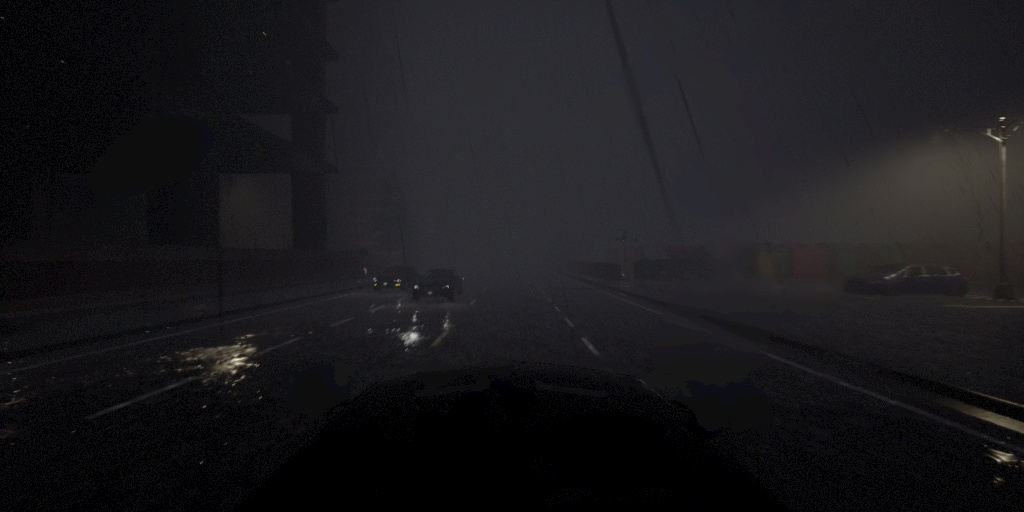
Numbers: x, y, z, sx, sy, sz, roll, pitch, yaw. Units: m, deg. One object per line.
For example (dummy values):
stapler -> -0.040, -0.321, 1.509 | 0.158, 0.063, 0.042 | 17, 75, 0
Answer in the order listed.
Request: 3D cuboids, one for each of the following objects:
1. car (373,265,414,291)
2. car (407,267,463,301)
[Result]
car -> -7.046, 1.345, 22.414 | 1.837, 1.490, 4.892 | 0, -1, 0
car -> -3.570, 1.346, 17.934 | 1.812, 1.442, 4.674 | 0, 0, 0
